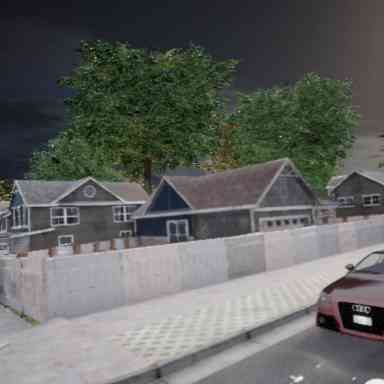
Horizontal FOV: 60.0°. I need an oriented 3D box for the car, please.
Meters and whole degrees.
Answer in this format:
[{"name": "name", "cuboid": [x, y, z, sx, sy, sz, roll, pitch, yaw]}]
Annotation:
[{"name": "car", "cuboid": [4.228, 1.872, 6.636, 4.181, 1.385, 1.994, 0, -6, -40]}]
